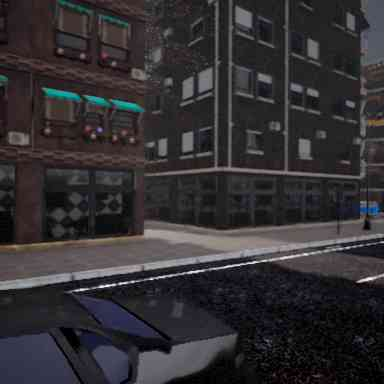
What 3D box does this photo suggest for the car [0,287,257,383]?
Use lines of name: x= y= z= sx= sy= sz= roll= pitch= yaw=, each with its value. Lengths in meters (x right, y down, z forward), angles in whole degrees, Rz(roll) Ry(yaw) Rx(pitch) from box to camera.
car: x=-1.949 y=1.544 z=2.297 sx=5.357 sy=1.411 sz=2.033 roll=1 pitch=0 yaw=-35

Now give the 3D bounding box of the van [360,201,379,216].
van: x=22.061 y=2.100 z=43.213 sx=1.690 sy=1.788 sz=3.998 roll=0 pitch=-1 yaw=-36
